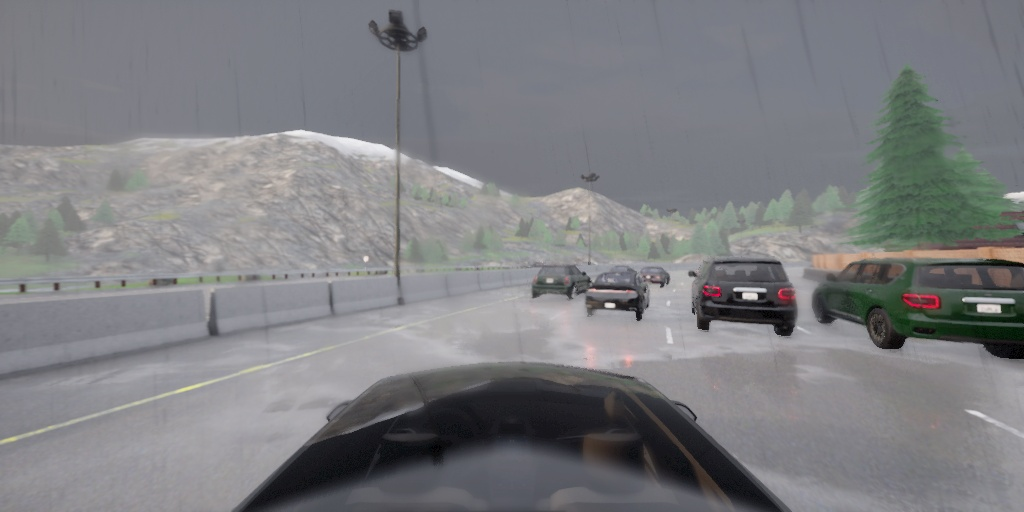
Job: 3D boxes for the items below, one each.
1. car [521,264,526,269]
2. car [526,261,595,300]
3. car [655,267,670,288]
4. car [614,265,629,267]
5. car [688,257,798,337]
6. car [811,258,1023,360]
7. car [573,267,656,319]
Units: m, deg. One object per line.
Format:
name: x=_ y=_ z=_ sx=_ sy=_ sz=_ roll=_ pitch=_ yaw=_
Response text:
car: x=3.546 y=1.637 z=60.654 sx=1.837 sy=1.490 sz=4.892 roll=0 pitch=-1 yaw=38
car: x=2.726 y=1.222 z=18.891 sx=2.097 sy=1.767 sz=4.553 roll=0 pitch=0 yaw=25
car: x=10.466 y=1.497 z=26.463 sx=2.033 sy=1.411 sz=5.357 roll=0 pitch=0 yaw=29
car: x=10.053 y=1.550 z=32.670 sx=1.994 sy=1.385 sz=4.181 roll=0 pitch=0 yaw=31
car: x=6.806 y=1.062 z=11.053 sx=2.150 sy=2.045 sz=5.566 roll=0 pitch=0 yaw=24
car: x=9.747 y=1.061 z=9.013 sx=2.150 sy=2.045 sz=5.566 roll=0 pitch=0 yaw=23
car: x=4.027 y=1.332 z=13.342 sx=2.128 sy=1.511 sz=4.902 roll=0 pitch=0 yaw=24
